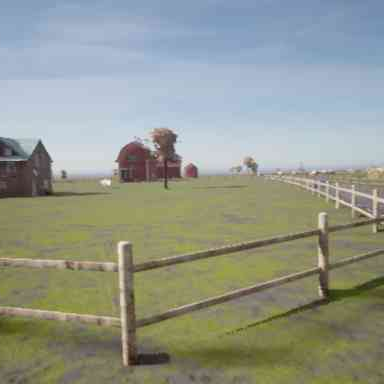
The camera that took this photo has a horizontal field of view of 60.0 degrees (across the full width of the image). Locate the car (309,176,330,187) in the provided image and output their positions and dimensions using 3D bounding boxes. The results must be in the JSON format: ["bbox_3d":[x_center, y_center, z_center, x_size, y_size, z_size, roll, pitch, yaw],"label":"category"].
[{"bbox_3d":[16.358,-1.397,42.695,1.994,1.385,4.181,-1,3,11],"label":"car"}]
